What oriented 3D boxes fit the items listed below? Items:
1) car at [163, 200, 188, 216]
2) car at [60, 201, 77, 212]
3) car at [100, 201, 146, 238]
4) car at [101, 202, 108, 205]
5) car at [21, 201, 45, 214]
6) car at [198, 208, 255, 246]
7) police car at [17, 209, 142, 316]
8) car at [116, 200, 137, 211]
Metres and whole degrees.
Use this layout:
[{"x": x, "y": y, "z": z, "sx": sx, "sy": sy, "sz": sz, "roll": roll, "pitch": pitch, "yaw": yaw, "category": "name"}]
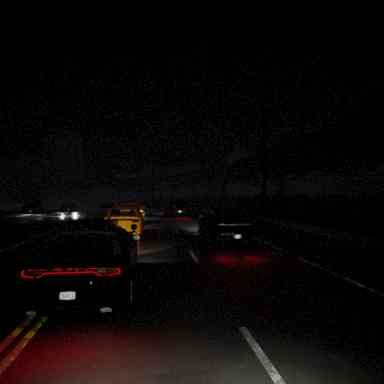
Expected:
[{"x": -1.683, "y": 1.551, "z": 33.053, "sx": 1.837, "sy": 1.490, "sz": 4.892, "roll": 0, "pitch": -1, "yaw": -14, "category": "car"}, {"x": -15.066, "y": 1.783, "z": 40.612, "sx": 1.895, "sy": 1.301, "sz": 4.718, "roll": 0, "pitch": -1, "yaw": -20, "category": "car"}, {"x": -3.517, "y": 1.486, "z": 17.618, "sx": 1.882, "sy": 1.535, "sz": 5.008, "roll": 0, "pitch": 0, "yaw": -7, "category": "car"}, {"x": -14.269, "y": 2.312, "z": 56.703, "sx": 1.895, "sy": 1.301, "sz": 4.718, "roll": 1, "pitch": -3, "yaw": -28, "category": "car"}, {"x": -17.262, "y": 1.645, "z": 36.337, "sx": 2.033, "sy": 1.411, "sz": 5.357, "roll": 0, "pitch": -1, "yaw": -18, "category": "car"}, {"x": 1.454, "y": 1.498, "z": 15.327, "sx": 2.128, "sy": 1.511, "sz": 4.902, "roll": 0, "pitch": 0, "yaw": -7, "category": "car"}, {"x": -2.283, "y": 1.429, "z": 7.802, "sx": 1.930, "sy": 1.638, "sz": 5.238, "roll": 0, "pitch": 0, "yaw": -7, "category": "police car"}, {"x": -8.849, "y": 1.822, "z": 44.564, "sx": 1.994, "sy": 1.385, "sz": 4.181, "roll": 0, "pitch": -2, "yaw": -22, "category": "car"}]
